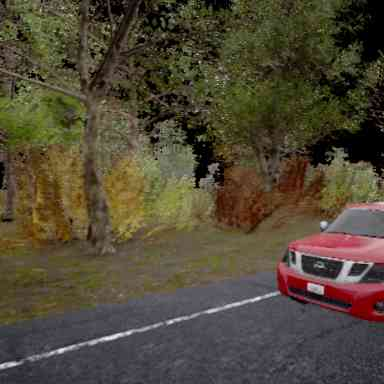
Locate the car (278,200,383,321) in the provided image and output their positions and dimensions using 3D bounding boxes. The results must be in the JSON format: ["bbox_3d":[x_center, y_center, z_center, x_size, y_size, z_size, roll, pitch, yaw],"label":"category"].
[{"bbox_3d":[4.267,1.220,7.035,5.566,2.045,2.150,0,0,-35],"label":"car"}]
